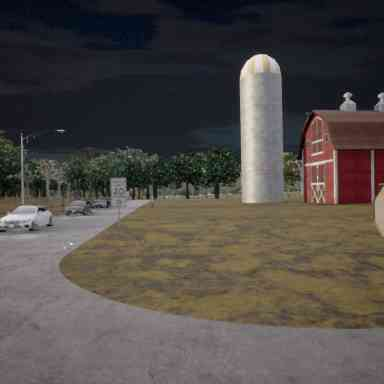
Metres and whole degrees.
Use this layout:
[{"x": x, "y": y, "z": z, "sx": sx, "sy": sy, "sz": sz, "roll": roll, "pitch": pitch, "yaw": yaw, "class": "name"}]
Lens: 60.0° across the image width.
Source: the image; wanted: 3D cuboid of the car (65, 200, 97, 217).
[{"x": -11.108, "y": 1.572, "z": 32.942, "sx": 1.837, "sy": 1.490, "sz": 4.892, "roll": -1, "pitch": -1, "yaw": -5, "class": "car"}]

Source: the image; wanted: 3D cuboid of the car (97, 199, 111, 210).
[{"x": -12.173, "y": 1.669, "z": 44.851, "sx": 1.994, "sy": 1.385, "sz": 4.181, "roll": -1, "pitch": 0, "yaw": -5, "class": "car"}]

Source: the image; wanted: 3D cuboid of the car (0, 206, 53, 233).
[{"x": -9.951, "y": 1.574, "z": 20.254, "sx": 1.812, "sy": 1.442, "sz": 4.674, "roll": -1, "pitch": 0, "yaw": -5, "class": "car"}]
